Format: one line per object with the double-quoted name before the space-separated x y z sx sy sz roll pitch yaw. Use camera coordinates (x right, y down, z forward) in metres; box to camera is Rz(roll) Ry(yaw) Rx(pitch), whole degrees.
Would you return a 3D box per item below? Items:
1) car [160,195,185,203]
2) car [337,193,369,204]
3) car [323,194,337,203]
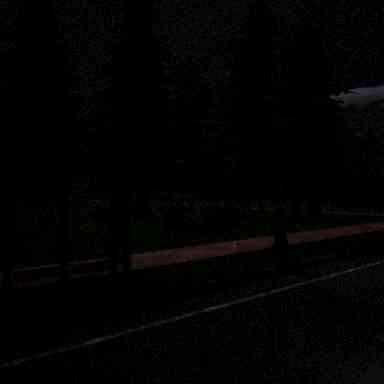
"car" -3.566 1.185 59.633 2.033 1.411 5.357 -1 0 -41
"car" 22.752 0.656 46.538 4.605 1.855 1.932 -1 0 -37
"car" 20.934 0.663 48.317 3.866 1.878 1.905 -1 0 -37
